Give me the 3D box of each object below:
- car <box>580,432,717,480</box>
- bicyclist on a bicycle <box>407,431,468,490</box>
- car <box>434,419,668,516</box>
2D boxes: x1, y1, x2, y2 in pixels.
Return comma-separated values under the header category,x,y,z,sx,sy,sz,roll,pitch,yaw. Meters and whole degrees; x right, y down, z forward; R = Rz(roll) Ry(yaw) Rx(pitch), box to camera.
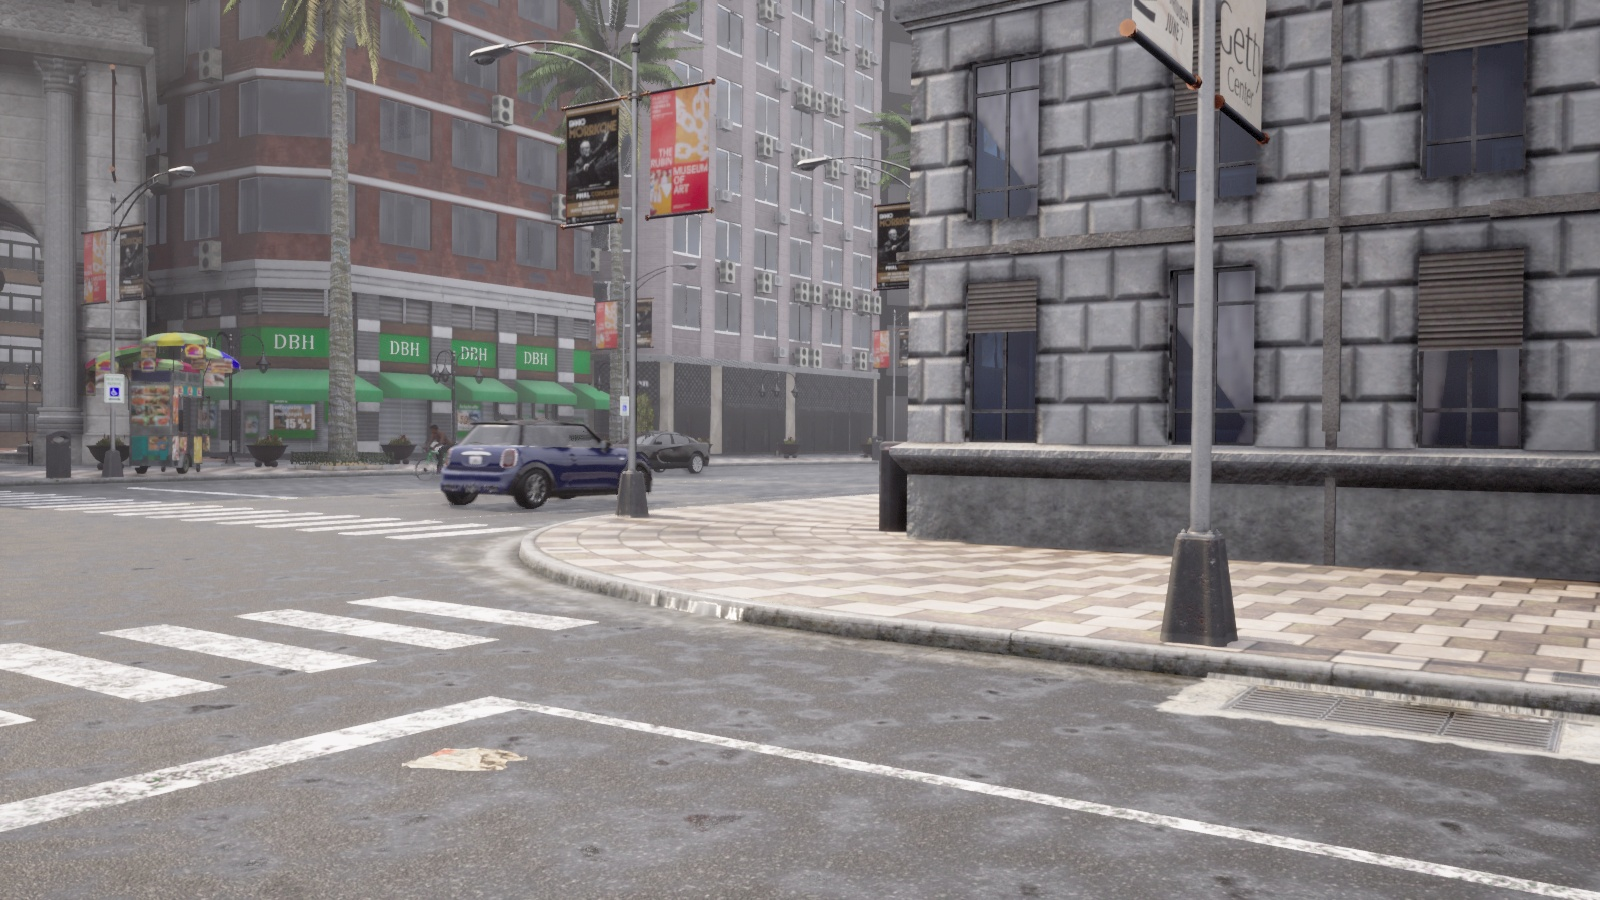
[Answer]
category,x,y,z,sx,sy,sz,roll,pitch,yaw
car,-5.189,0.160,43.637,1.882,1.535,5.008,0,1,34
bicyclist on a bicycle,-10.374,0.287,35.996,0.582,1.620,1.656,0,1,34
car,-4.887,0.288,25.328,2.097,1.767,4.553,0,1,31
